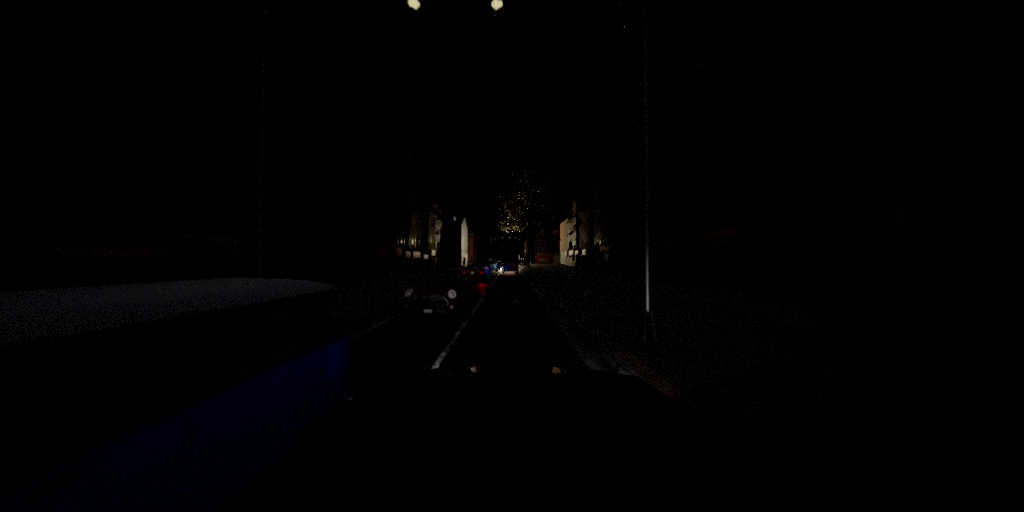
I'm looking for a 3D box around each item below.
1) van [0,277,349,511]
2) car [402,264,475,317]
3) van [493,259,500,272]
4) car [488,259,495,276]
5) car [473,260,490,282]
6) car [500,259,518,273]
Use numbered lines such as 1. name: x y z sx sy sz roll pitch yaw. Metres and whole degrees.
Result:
1. van: -2.645 1.088 2.328 1.690 1.789 3.998 0 0 0
2. car: -2.696 1.240 13.398 1.967 1.591 4.097 0 0 0
3. van: -2.875 1.355 52.142 1.690 1.789 3.998 0 0 0
4. car: -3.186 1.406 37.923 1.882 1.535 5.008 0 0 0
5. car: -3.165 1.347 31.111 1.801 1.575 5.366 0 0 0
6. car: -0.206 1.312 45.768 1.882 1.535 5.008 0 0 0
